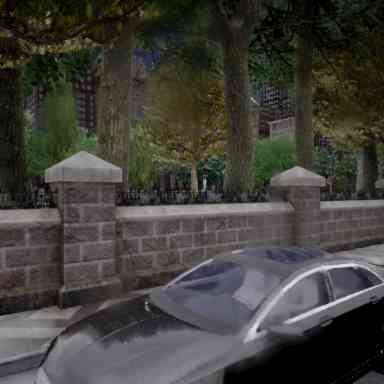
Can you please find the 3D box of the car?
[{"bbox_3d":[0.828,1.491,3.961,4.902,1.511,2.128,0,0,-35],"label":"car"}]
